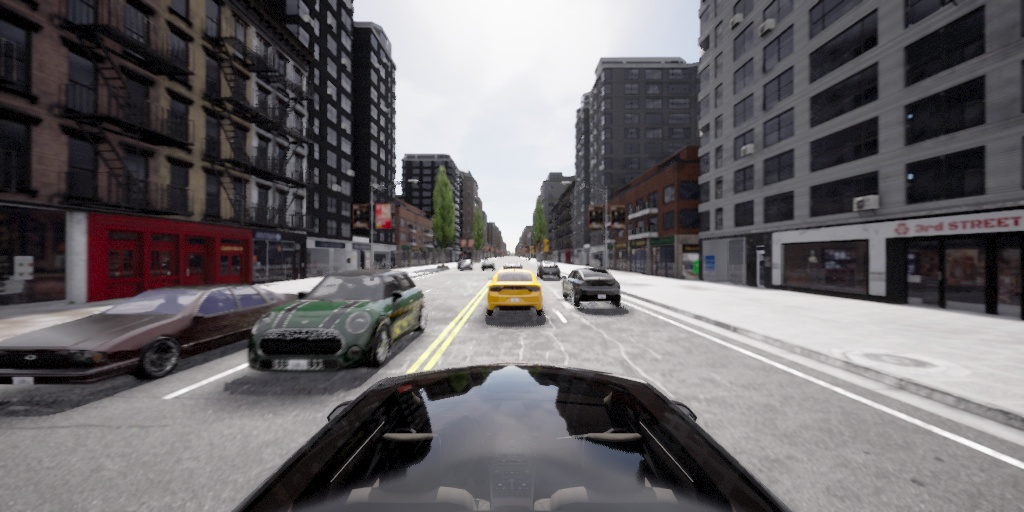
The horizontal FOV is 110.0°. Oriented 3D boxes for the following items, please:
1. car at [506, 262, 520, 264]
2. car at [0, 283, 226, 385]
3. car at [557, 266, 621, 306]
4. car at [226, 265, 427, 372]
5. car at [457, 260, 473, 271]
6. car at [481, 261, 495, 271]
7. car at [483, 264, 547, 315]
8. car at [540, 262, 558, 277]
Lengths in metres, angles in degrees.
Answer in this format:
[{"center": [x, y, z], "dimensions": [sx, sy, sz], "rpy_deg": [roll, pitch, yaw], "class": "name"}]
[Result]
[{"center": [0.092, 1.272, 33.306], "dimensions": [2.128, 1.511, 4.902], "rpy_deg": [0, 0, 0], "class": "car"}, {"center": [-6.600, 1.304, 7.503], "dimensions": [2.033, 1.411, 5.357], "rpy_deg": [0, 0, 0], "class": "car"}, {"center": [3.348, 1.271, 15.786], "dimensions": [1.837, 1.490, 4.892], "rpy_deg": [0, 0, 0], "class": "car"}, {"center": [-3.350, 1.109, 7.848], "dimensions": [2.097, 1.767, 4.553], "rpy_deg": [0, 0, 0], "class": "car"}, {"center": [-6.581, 1.276, 50.694], "dimensions": [2.128, 1.511, 4.902], "rpy_deg": [0, 0, 0], "class": "car"}, {"center": [-3.337, 1.383, 50.428], "dimensions": [1.895, 1.301, 4.718], "rpy_deg": [0, 0, 0], "class": "car"}, {"center": [0.094, 1.242, 13.797], "dimensions": [1.882, 1.535, 5.008], "rpy_deg": [0, 0, 0], "class": "car"}, {"center": [3.343, 1.272, 33.298], "dimensions": [2.128, 1.511, 4.902], "rpy_deg": [0, 0, 0], "class": "car"}]
